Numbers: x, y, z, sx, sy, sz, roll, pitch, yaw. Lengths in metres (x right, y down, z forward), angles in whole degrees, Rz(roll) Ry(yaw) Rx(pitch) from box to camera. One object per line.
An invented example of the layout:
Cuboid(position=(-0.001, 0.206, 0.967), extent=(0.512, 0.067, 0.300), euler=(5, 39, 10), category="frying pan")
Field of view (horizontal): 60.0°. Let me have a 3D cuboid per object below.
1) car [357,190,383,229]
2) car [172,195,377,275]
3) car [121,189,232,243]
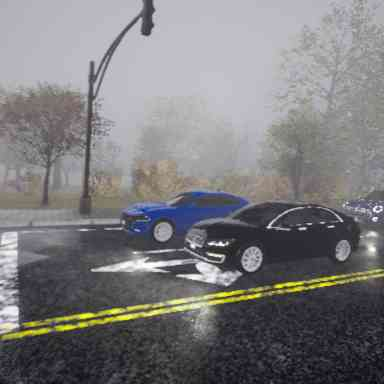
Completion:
Cuboid(position=(9.318, 0.705, 15.934), extent=(4.553, 1.767, 2.097), euler=(1, 4, -28), category="car")
Cuboid(position=(2.181, 0.983, 8.491), extent=(4.892, 1.490, 1.837), euler=(1, 5, -28), category="car")
Cuboid(position=(0.167, 0.664, 11.080), extent=(5.008, 1.535, 1.882), euler=(1, 5, -29), category="car")
